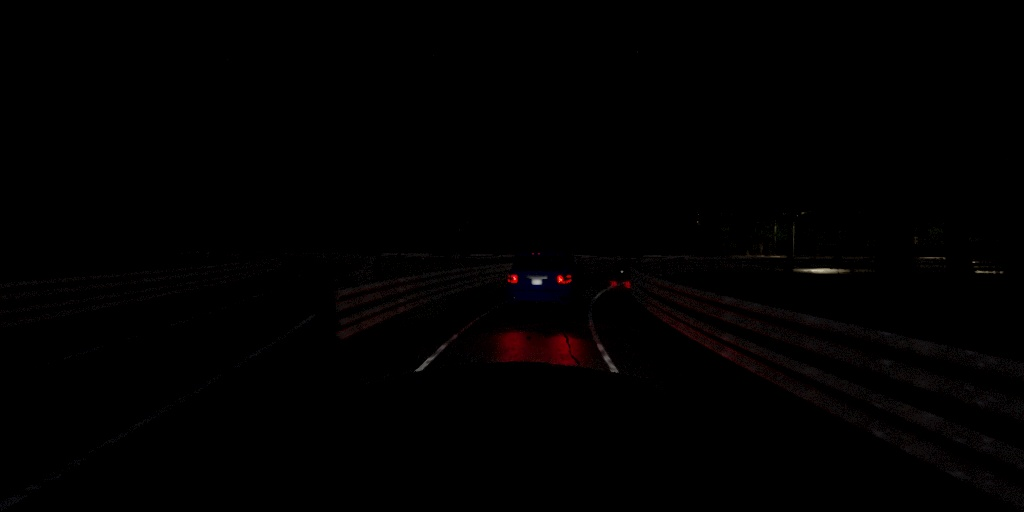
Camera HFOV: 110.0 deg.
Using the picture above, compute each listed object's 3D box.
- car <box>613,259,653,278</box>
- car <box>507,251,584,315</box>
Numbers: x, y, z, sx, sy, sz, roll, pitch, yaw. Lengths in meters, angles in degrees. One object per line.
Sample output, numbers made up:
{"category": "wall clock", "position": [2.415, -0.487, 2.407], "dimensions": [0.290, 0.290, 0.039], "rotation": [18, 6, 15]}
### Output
{"category": "car", "position": [9.965, 0.981, 29.244], "dimensions": [2.128, 1.511, 4.902], "rotation": [0, 0, 40]}
{"category": "car", "position": [1.378, 0.832, 13.137], "dimensions": [2.150, 2.045, 5.566], "rotation": [0, 0, 14]}
